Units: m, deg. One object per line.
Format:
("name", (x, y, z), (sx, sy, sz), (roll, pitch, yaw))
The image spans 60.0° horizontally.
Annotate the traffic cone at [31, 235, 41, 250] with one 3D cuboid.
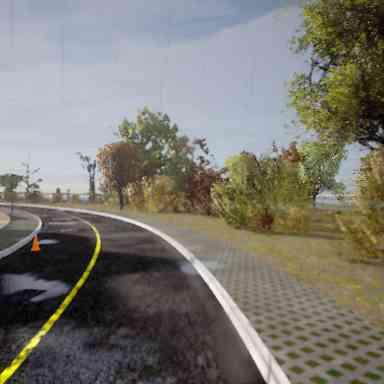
("traffic cone", (-6.405, 2.072, 13.635), (0.340, 0.580, 0.340), (0, 0, -14))
